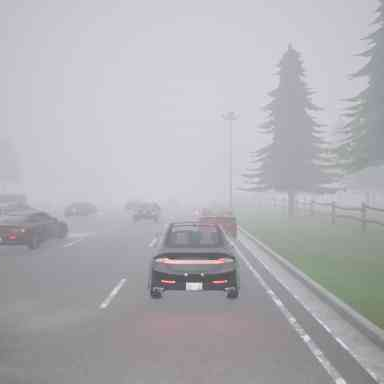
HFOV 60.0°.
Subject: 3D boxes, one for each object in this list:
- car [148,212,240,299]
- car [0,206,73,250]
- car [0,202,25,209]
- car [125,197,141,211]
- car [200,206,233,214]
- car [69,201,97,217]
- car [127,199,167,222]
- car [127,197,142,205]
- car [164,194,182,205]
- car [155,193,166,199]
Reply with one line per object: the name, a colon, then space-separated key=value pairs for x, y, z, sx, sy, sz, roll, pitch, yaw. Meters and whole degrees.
car: x=0.059 y=1.492 z=8.439 sx=2.128 sy=1.511 sz=4.902 roll=0 pitch=0 yaw=0
car: x=-6.901 y=1.526 z=14.127 sx=1.812 sy=1.442 sz=4.674 roll=0 pitch=0 yaw=0
car: x=-13.891 y=1.525 z=25.806 sx=1.812 sy=1.442 sz=4.674 roll=0 pitch=0 yaw=0
car: x=-6.879 y=1.525 z=40.139 sx=1.812 sy=1.442 sz=4.674 roll=0 pitch=0 yaw=0
car: x=1.240 y=1.478 z=17.780 sx=1.882 sy=1.535 sz=5.008 roll=0 pitch=0 yaw=0
car: x=-10.373 y=1.564 z=31.317 sx=1.994 sy=1.385 sz=4.181 roll=0 pitch=0 yaw=0
car: x=-3.378 y=1.547 z=26.194 sx=2.033 sy=1.411 sz=5.357 roll=0 pitch=0 yaw=0
car: x=-10.346 y=1.564 z=60.488 sx=1.994 sy=1.385 sz=4.181 roll=0 pitch=0 yaw=0
car: x=-3.348 y=1.547 z=59.427 sx=2.033 sy=1.411 sz=5.357 roll=0 pitch=0 yaw=0
car: x=-6.931 y=1.524 z=78.438 sx=1.812 sy=1.442 sz=4.674 roll=0 pitch=0 yaw=0
